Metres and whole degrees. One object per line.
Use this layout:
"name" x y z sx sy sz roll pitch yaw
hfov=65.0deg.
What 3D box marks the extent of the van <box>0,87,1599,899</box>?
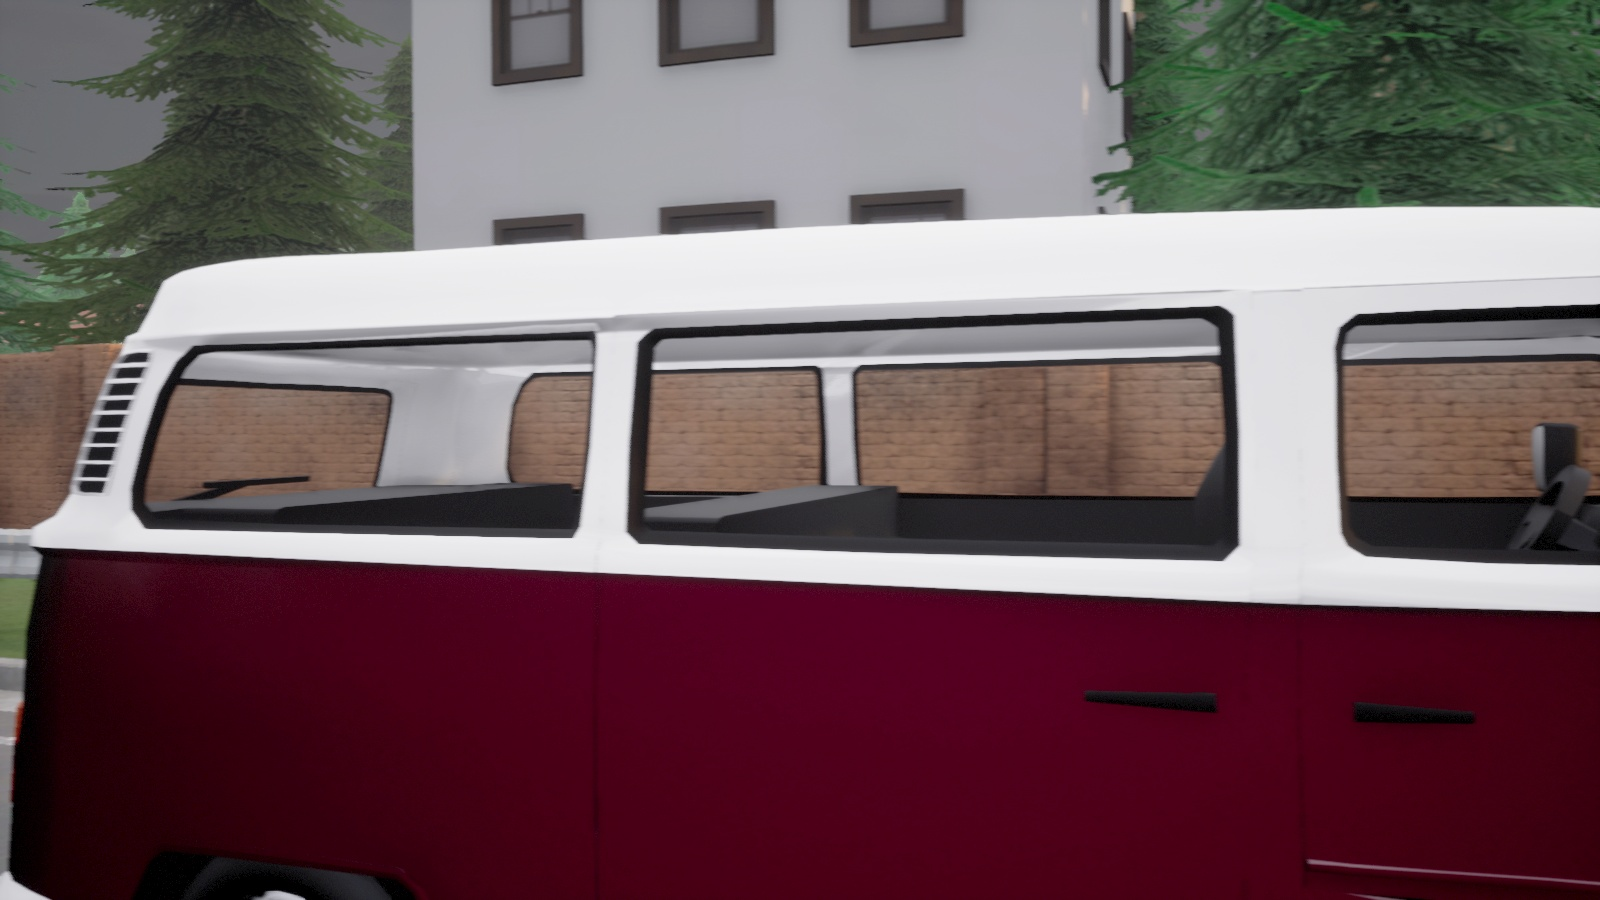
"van" 0.365 0.505 3.066 4.480 2.038 2.069 0 1 19
